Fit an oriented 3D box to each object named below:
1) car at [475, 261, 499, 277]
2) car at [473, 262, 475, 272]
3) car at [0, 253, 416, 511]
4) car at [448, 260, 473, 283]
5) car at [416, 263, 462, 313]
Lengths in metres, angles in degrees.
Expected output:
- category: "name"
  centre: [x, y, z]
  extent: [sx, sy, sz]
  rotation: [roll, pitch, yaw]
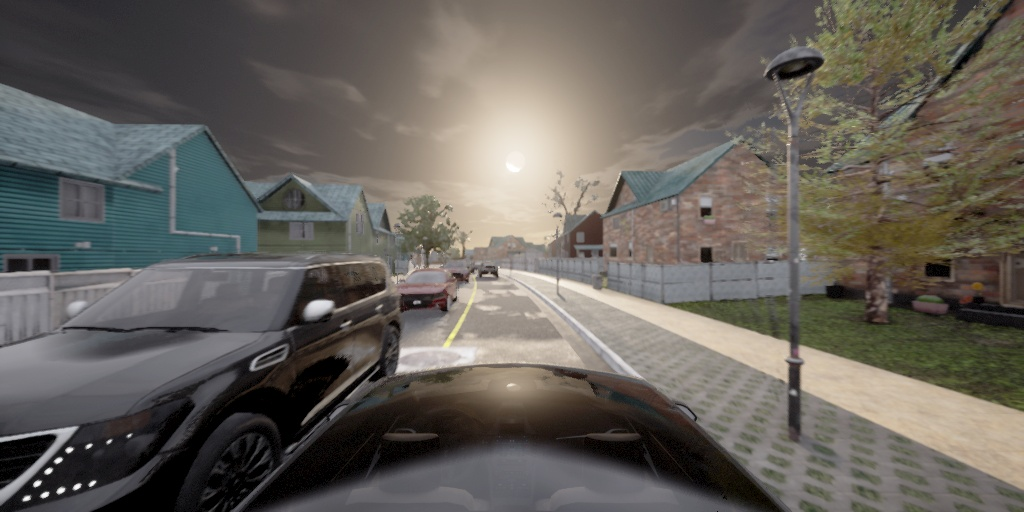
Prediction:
- category: "car"
  centre: [-2.404, 1.323, 35.894]
  extent: [1.837, 1.490, 4.892]
  rotation: [0, 0, -8]
- category: "car"
  centre: [-4.623, 1.459, 49.155]
  extent: [1.812, 1.442, 4.674]
  rotation: [0, 0, -11]
- category: "car"
  centre: [-2.929, 0.980, 4.162]
  extent: [2.150, 2.045, 5.566]
  rotation: [0, 0, -1]
- category: "car"
  centre: [-4.344, 1.138, 27.938]
  extent: [2.097, 1.767, 4.553]
  rotation: [0, 0, -6]
- category: "car"
  centre: [-3.271, 1.245, 14.348]
  extent: [1.882, 1.535, 5.008]
  rotation: [0, 0, -3]
